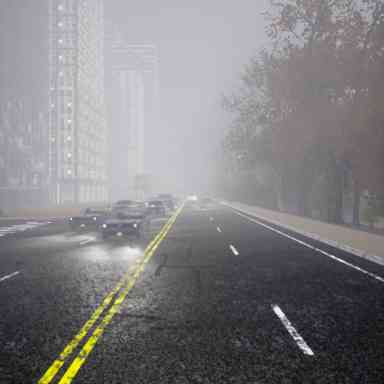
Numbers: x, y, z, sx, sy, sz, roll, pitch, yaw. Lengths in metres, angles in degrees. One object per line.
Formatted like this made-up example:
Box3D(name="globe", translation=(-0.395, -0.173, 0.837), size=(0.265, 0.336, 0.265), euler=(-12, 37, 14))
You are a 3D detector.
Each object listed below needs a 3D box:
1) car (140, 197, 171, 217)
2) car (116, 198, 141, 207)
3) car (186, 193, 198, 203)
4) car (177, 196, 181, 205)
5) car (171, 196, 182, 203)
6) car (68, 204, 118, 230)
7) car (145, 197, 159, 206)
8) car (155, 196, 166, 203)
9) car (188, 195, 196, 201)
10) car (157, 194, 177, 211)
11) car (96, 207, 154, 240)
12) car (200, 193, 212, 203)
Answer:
Box3D(name="car", translation=(-3.354, 1.512, 31.366), size=(1.837, 1.490, 4.892), euler=(0, 1, 0))
Box3D(name="car", translation=(-6.601, 1.510, 32.678), size=(1.837, 1.490, 4.892), euler=(0, 0, 0))
Box3D(name="car", translation=(0.000, 1.226, 69.749), size=(2.150, 2.045, 5.566), euler=(0, 0, 0))
Box3D(name="car", translation=(-3.338, 1.498, 55.785), size=(2.128, 1.511, 4.902), euler=(0, 0, 0))
Box3D(name="car", translation=(-3.251, 1.551, 69.361), size=(1.994, 1.385, 4.181), euler=(0, 0, 0))
Box3D(name="car", translation=(-6.620, 1.688, 22.347), size=(1.895, 1.301, 4.718), euler=(-1, 0, 0))
Box3D(name="car", translation=(-6.598, 1.531, 55.276), size=(1.812, 1.442, 4.674), euler=(0, 0, 1))
Box3D(name="car", translation=(-6.501, 1.508, 69.251), size=(1.837, 1.490, 4.892), euler=(0, 0, 0))
Box3D(name="car", translation=(0.000, 1.432, 80.112), size=(2.033, 1.411, 5.357), euler=(0, 0, 0))
Box3D(name="car", translation=(-3.351, 1.225, 41.637), size=(2.150, 2.045, 5.566), euler=(0, 0, 0))
Box3D(name="car", translation=(-3.368, 1.668, 17.662), size=(1.895, 1.301, 4.718), euler=(-1, 0, 0))
Box3D(name="car", translation=(3.249, 1.526, 69.718), size=(2.128, 1.511, 4.902), euler=(0, 0, 0))
